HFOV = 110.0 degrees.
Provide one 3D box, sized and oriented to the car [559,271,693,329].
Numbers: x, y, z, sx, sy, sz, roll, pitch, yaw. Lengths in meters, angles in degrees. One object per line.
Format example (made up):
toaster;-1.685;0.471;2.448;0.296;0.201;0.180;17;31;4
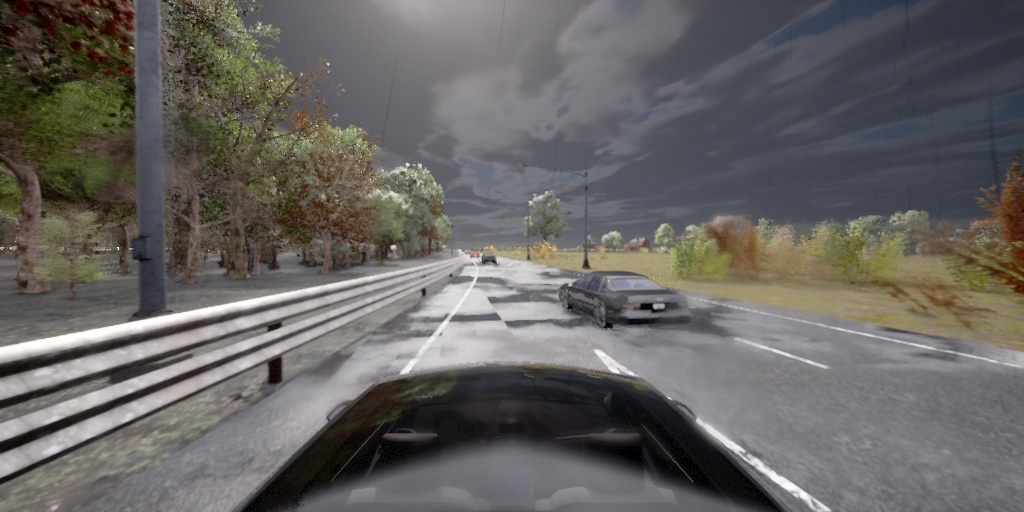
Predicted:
car;2.951;1.146;10.621;2.033;1.411;5.357;0;1;-9

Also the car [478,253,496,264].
car;-3.295;0.344;50.445;1.837;1.490;4.892;0;1;-9
